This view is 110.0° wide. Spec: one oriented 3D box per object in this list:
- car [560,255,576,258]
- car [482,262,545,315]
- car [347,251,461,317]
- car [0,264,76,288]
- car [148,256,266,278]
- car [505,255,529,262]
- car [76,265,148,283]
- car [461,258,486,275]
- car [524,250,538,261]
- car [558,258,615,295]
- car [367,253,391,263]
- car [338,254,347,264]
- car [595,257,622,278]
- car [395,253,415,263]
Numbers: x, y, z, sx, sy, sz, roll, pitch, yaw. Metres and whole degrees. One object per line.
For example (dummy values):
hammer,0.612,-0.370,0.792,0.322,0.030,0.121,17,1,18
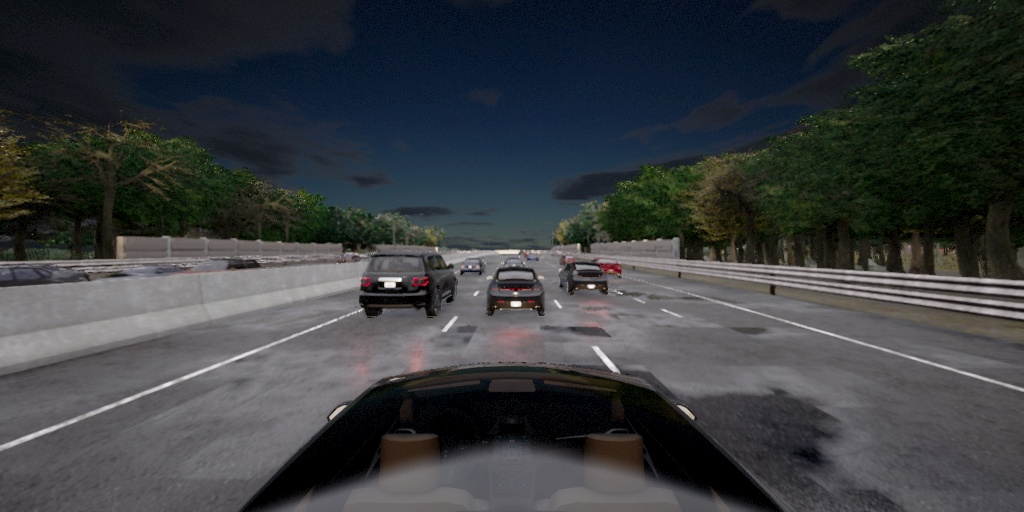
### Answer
car,7.178,0.564,45.576,1.812,1.442,4.674,0,1,0
car,0.122,1.130,12.963,1.837,1.490,4.892,0,1,0
car,-3.380,0.851,12.633,2.150,2.045,5.566,0,1,0
car,-21.076,1.147,14.518,2.033,1.411,5.357,0,1,0
car,-14.069,0.914,17.294,2.097,1.767,4.553,0,1,0
car,0.156,0.867,31.585,2.033,1.411,5.357,0,1,0
car,-17.569,1.123,17.461,1.994,1.385,4.181,0,1,0
car,-3.345,0.874,31.177,2.033,1.411,5.357,0,1,0
car,3.620,0.170,64.755,1.994,1.385,4.181,0,1,0
car,3.531,1.058,18.344,1.837,1.490,4.892,0,1,0
car,-20.939,0.266,56.740,1.882,1.535,5.008,0,1,1
car,-24.454,0.412,53.977,1.994,1.385,4.181,0,1,1
car,7.109,0.865,28.126,1.882,1.535,5.008,0,1,1
car,-17.440,0.309,58.646,1.994,1.385,4.181,0,1,1
